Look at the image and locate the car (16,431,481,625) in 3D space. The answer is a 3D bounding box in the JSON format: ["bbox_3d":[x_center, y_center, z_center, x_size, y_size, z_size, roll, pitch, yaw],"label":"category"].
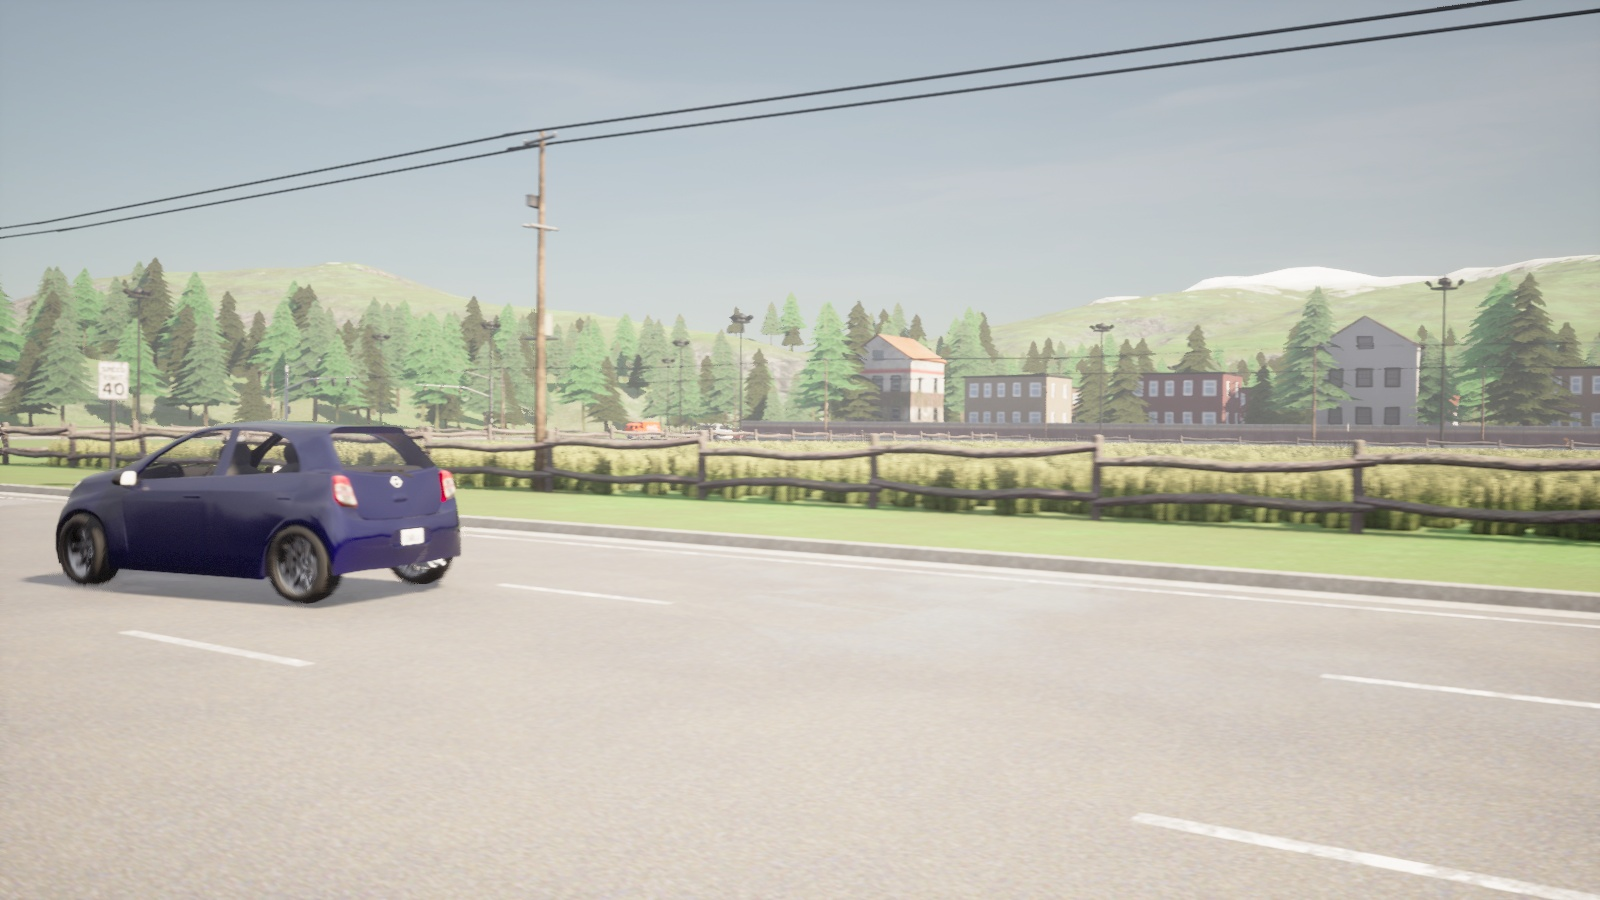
[{"bbox_3d":[-4.977,0.602,11.401,3.633,1.501,1.845,0,1,23],"label":"car"}]
